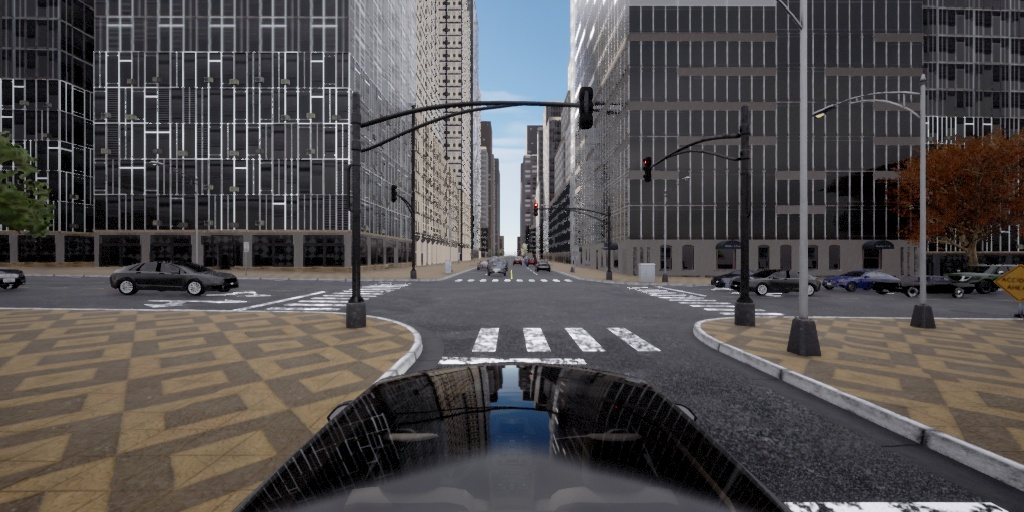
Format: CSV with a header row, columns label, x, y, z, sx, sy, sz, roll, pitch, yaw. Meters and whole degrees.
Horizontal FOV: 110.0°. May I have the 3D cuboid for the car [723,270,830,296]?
label,x,y,z,sx,sy,sz,roll,pitch,yaw
car,15.789,1.564,21.579,4.892,1.490,1.837,1,0,-4

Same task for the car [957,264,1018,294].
label,x,y,z,sx,sy,sz,roll,pitch,yaw
car,34.189,1.610,25.680,5.566,2.045,2.150,1,0,-3

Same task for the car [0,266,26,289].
label,x,y,z,sx,sy,sz,roll,pitch,yaw
car,-25.296,0.802,16.194,4.902,1.511,2.128,1,0,-3

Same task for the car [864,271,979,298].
label,x,y,z,sx,sy,sz,roll,pitch,yaw
car,25.033,1.826,22.004,4.718,1.301,1.895,1,0,-2

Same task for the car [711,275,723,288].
label,x,y,z,sx,sy,sz,roll,pitch,yaw
car,16.160,1.629,24.839,4.181,1.385,1.994,1,0,-3

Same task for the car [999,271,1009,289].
label,x,y,z,sx,sy,sz,roll,pitch,yaw
car,34.124,1.914,22.418,4.674,1.442,1.812,1,0,-2

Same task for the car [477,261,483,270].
label,x,y,z,sx,sy,sz,roll,pitch,yaw
car,-4.048,1.342,51.463,1.802,1.307,4.207,0,0,0

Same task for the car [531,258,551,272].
label,x,y,z,sx,sy,sz,roll,pitch,yaw
car,3.907,1.329,45.974,1.948,1.339,4.313,0,0,0

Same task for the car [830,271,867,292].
label,x,y,z,sx,sy,sz,roll,pitch,yaw
car,24.561,1.741,25.232,4.674,1.442,1.812,1,0,-3

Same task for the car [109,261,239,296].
label,x,y,z,sx,sy,sz,roll,pitch,yaw
car,-15.512,0.995,16.649,4.892,1.490,1.837,1,0,-3

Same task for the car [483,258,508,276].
label,x,y,z,sx,sy,sz,roll,pitch,yaw
car,-1.517,1.258,37.335,2.128,1.511,4.902,0,0,0

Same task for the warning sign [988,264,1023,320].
label,x,y,z,sx,sy,sz,roll,pitch,yaw
warning sign,17.270,1.204,12.178,1.060,1.860,1.300,0,0,-3
